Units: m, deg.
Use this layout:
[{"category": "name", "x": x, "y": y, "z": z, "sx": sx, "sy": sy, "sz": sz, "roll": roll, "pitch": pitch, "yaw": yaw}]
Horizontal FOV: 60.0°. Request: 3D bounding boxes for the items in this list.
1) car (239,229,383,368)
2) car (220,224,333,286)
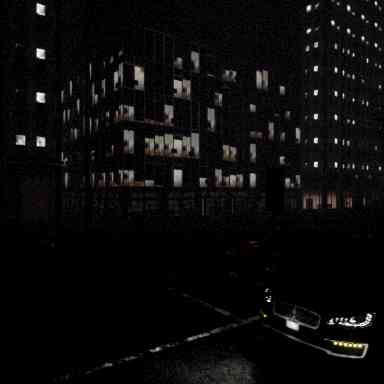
[{"category": "car", "x": 3.290, "y": 1.507, "z": 5.744, "sx": 4.892, "sy": 1.490, "sz": 1.837, "roll": 1, "pitch": -1, "yaw": -35}, {"category": "car", "x": 2.728, "y": 1.545, "z": 8.507, "sx": 4.507, "sy": 1.381, "sz": 1.887, "roll": 0, "pitch": 0, "yaw": -36}]
